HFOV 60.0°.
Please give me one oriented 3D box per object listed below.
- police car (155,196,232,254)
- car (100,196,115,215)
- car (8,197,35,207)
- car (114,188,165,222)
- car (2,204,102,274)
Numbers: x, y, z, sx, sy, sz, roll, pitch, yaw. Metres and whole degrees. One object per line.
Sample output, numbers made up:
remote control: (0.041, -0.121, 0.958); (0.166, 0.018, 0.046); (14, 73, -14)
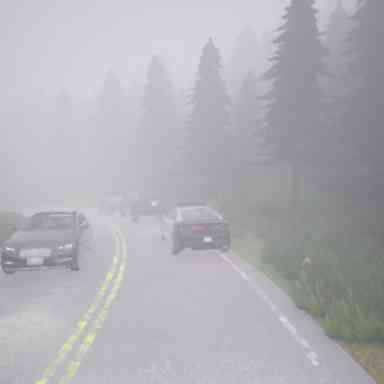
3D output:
police car: (-0.056, 1.174, 12.554); (1.930, 1.638, 5.238); (-1, 1, -12)
car: (-6.415, 1.035, 28.081); (1.812, 1.442, 4.674); (-4, 2, -32)
car: (-22.638, 1.347, 43.885); (4.718, 1.301, 1.895); (-1, 3, 43)
car: (-3.385, 0.798, 22.513); (2.150, 2.045, 5.566); (-3, 2, -25)
car: (-4.165, 1.336, 10.220); (2.128, 1.511, 4.902); (-1, 1, -11)
